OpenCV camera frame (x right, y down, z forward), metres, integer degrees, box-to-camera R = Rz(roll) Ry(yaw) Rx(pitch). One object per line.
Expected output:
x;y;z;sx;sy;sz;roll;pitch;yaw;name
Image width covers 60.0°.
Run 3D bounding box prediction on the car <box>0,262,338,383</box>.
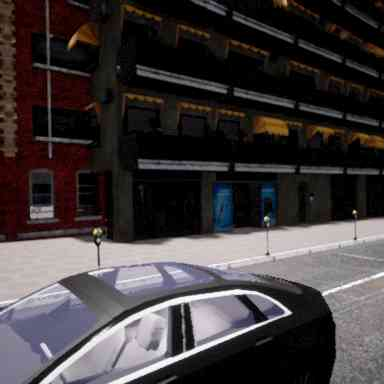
-0.678;1.491;2.875;4.902;1.511;2.128;0;0;-37;car
